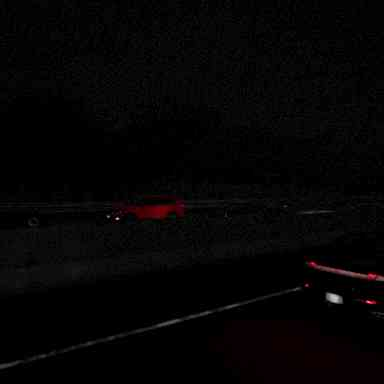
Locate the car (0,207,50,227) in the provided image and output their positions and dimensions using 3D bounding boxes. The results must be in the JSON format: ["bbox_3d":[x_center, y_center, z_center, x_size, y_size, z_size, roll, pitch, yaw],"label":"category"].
[{"bbox_3d":[-11.744,1.609,21.159,4.718,1.301,1.895,0,0,-37],"label":"car"}]

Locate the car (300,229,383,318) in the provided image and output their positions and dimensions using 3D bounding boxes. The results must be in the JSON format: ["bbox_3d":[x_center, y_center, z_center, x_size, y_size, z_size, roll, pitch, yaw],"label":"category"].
[{"bbox_3d":[4.273,1.511,6.797,4.902,1.511,2.128,0,0,-36],"label":"car"}]

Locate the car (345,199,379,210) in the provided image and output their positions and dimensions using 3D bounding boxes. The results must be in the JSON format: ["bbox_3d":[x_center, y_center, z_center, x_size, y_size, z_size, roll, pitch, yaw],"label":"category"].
[{"bbox_3d":[20.535,1.539,40.133,4.718,1.301,1.895,0,0,-35],"label":"car"}]

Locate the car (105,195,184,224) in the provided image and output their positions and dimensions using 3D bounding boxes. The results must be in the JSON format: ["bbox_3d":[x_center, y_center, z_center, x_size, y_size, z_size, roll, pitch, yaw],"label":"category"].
[{"bbox_3d":[-3.183,1.240,23.220,5.566,2.045,2.150,0,0,-35],"label":"car"}]

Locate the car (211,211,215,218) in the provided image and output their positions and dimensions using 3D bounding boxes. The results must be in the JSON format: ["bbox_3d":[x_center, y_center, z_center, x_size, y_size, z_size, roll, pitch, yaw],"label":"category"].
[{"bbox_3d":[3.573,1.493,23.743,5.008,1.535,1.882,0,0,-35],"label":"car"}]

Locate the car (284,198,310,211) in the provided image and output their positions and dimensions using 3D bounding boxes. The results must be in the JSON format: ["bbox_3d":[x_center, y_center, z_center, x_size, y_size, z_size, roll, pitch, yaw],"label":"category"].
[{"bbox_3d":[11.433,1.480,37.944,4.892,1.490,1.837,0,0,-35],"label":"car"}]

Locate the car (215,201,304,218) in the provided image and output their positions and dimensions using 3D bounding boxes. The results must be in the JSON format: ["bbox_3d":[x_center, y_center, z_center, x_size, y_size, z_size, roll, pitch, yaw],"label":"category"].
[{"bbox_3d":[4.115,1.510,19.830,4.902,1.511,2.128,0,0,-36],"label":"car"}]
